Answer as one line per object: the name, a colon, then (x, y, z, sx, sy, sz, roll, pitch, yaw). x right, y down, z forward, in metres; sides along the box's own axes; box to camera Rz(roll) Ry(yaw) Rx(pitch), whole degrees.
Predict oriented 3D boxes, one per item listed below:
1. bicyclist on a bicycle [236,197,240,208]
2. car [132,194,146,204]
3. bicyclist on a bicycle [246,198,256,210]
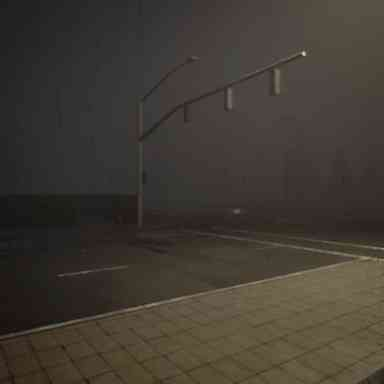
bicyclist on a bicycle: (6.945, 1.521, 49.726, 0.582, 1.620, 1.656, 0, 0, 21)
car: (-11.626, 1.422, 69.602, 2.150, 2.045, 5.566, 0, 0, -35)
bicyclist on a bicycle: (7.939, 1.660, 44.817, 1.656, 1.620, 0.582, 0, 0, -23)
